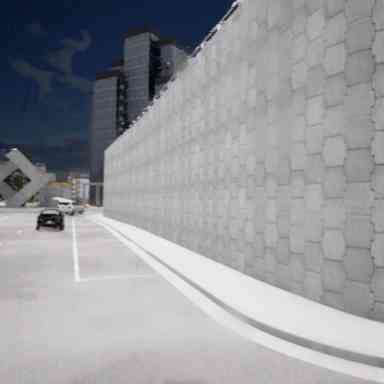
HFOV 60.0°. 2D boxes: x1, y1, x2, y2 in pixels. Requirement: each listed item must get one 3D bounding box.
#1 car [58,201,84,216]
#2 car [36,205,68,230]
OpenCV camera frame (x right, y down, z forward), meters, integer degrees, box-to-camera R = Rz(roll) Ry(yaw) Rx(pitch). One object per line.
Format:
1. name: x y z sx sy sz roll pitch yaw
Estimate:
1. car: -17.258 2.319 47.449 2.150 2.045 5.566 0 -2 1
2. car: -11.148 2.089 26.403 1.882 1.535 5.008 2 -2 -20
